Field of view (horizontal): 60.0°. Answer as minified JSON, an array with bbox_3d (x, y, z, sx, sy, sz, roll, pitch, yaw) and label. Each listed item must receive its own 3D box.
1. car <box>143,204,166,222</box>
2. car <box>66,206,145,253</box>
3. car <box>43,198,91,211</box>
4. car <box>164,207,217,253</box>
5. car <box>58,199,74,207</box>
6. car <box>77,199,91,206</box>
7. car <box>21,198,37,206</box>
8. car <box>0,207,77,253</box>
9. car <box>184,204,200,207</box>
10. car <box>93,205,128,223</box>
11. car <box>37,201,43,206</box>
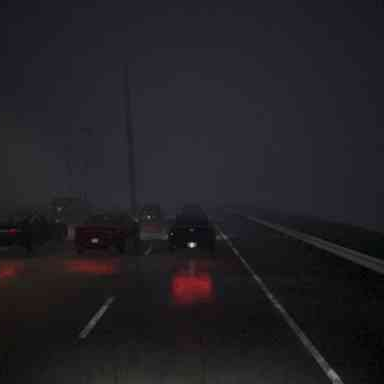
[{"bbox_3d":[-3.488,1.785,29.322,1.837,1.490,4.892,0,0,0],"label":"car"},{"bbox_3d":[-3.489,1.615,14.483,1.882,1.535,5.008,0,0,0],"label":"car"},{"bbox_3d":[-10.493,1.491,29.024,2.150,2.045,5.566,0,0,0],"label":"car"},{"bbox_3d":[0.009,1.643,14.317,1.837,1.490,4.892,0,0,0],"label":"car"},{"bbox_3d":[-25.839,2.170,68.390,2.128,1.511,4.902,0,-1,-8],"label":"car"},{"bbox_3d":[-22.400,2.150,69.054,1.837,1.490,4.892,0,-1,-8],"label":"car"},{"bbox_3d":[-32.727,1.986,67.092,2.097,1.767,4.553,0,-1,-8],"label":"car"},{"bbox_3d":[-6.991,1.628,14.302,2.128,1.511,4.902,0,0,0],"label":"car"},{"bbox_3d":[0.014,1.756,29.487,1.882,1.535,5.008,0,0,0],"label":"car"},{"bbox_3d":[-6.992,1.876,29.112,1.895,1.301,4.718,0,0,0],"label":"car"},{"bbox_3d":[-29.277,2.163,67.727,1.812,1.442,4.674,0,-1,-8],"label":"car"}]
